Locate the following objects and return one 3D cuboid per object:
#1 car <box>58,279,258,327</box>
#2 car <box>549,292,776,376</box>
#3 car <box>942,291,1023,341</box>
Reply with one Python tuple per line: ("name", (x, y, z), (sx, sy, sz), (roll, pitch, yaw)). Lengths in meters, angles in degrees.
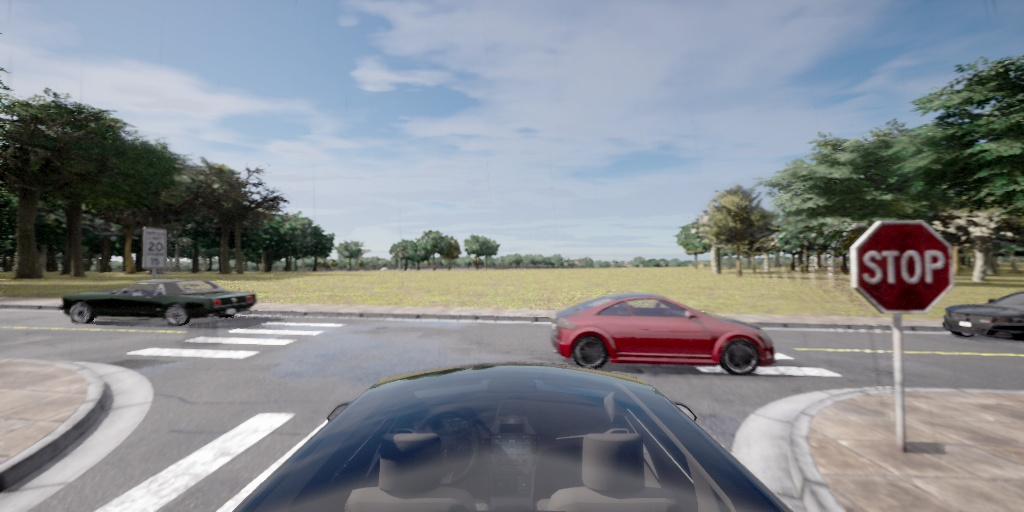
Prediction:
("car", (-10.771, 1.367, 11.063), (4.718, 1.301, 1.895), (1, -1, 3))
("car", (2.883, 1.468, 7.431), (4.181, 1.385, 1.994), (1, -2, 3))
("car", (15.007, 1.650, 9.778), (5.008, 1.535, 1.882), (1, -1, 3))
